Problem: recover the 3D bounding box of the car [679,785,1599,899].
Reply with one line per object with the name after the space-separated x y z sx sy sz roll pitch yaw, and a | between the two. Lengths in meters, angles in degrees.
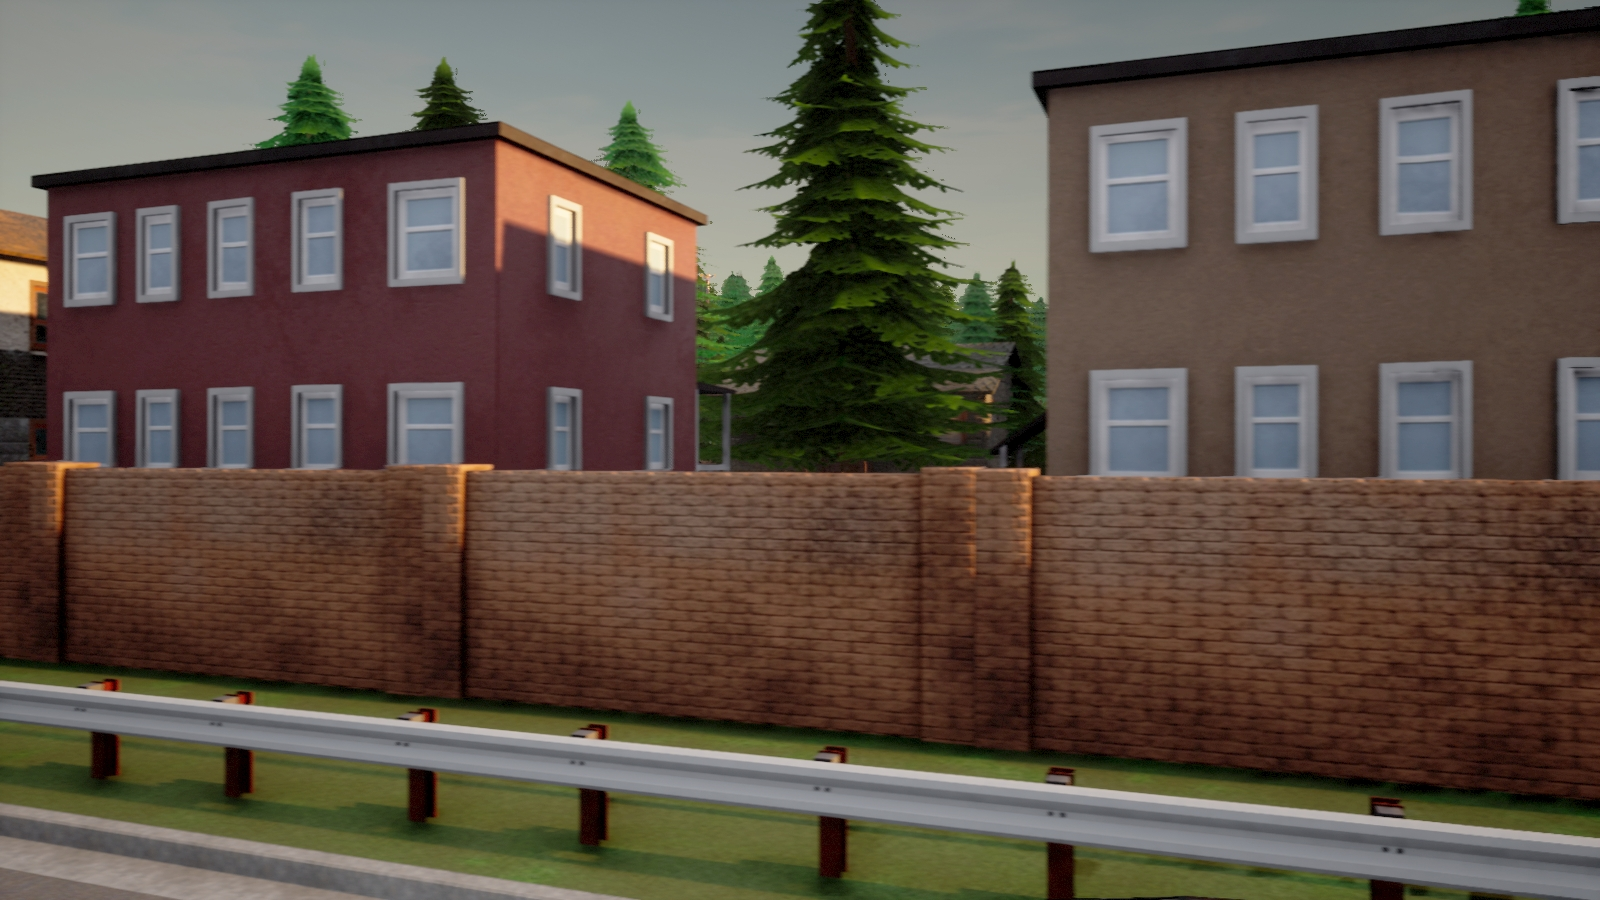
1.838 2.040 2.635 4.514 1.525 2.007 0 0 20 | car
